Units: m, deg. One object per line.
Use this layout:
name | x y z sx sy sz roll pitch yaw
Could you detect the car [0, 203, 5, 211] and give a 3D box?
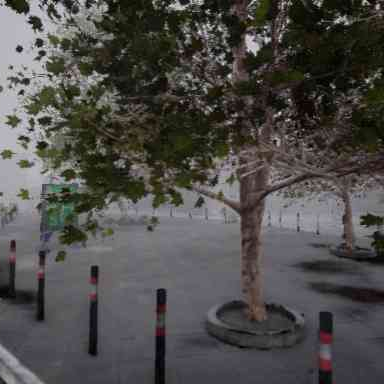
car | -25.984 1.606 41.645 2.185 1.767 4.553 -1 -1 27
